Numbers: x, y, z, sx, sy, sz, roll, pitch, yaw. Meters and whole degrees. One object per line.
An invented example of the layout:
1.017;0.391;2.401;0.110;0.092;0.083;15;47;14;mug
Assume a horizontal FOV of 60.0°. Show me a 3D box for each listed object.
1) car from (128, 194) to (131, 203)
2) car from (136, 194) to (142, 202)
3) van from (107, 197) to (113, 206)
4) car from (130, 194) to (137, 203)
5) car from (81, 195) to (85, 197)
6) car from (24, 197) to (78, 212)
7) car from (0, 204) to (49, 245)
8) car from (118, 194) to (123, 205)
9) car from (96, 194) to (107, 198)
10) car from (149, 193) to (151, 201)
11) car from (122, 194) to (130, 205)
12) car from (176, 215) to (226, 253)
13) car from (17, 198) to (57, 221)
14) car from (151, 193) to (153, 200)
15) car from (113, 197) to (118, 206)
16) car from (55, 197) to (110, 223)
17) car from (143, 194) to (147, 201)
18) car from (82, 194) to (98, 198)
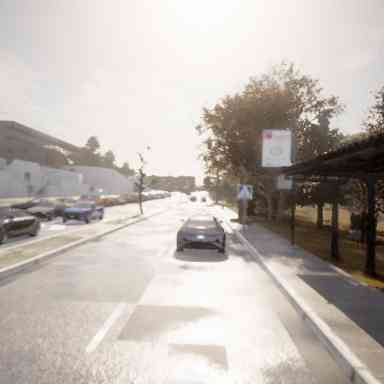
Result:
-14.689;1.681;63.678;4.792;1.488;2.163;1;-1;-18;car
-14.414;1.422;72.602;5.566;2.045;2.435;1;0;-18;car
-15.034;1.336;51.784;4.442;1.987;1.878;1;-1;-18;van
-14.497;1.709;69.632;4.674;1.452;2.002;1;0;-18;car
-15.604;1.428;39.796;4.792;1.488;2.163;1;-1;-18;car
-15.509;1.357;36.887;5.366;1.575;1.946;1;-1;-18;car
-8.488;1.422;14.695;1.994;1.385;4.181;2;0;4;car
-14.960;1.645;57.687;4.792;1.488;2.163;1;0;-18;car
-15.224;1.398;48.761;4.553;1.767;2.185;1;-1;-18;car
-13.818;1.543;87.530;4.553;1.767;2.185;1;0;-18;car
-14.650;1.635;60.747;5.366;1.575;1.946;1;-1;-18;car
0.408;1.675;14.427;1.994;1.385;4.181;2;0;2;car
-11.045;1.427;26.096;2.033;1.411;5.357;2;-1;3;car
-13.737;1.707;90.502;4.674;1.452;2.002;1;0;-18;car
-15.036;1.628;54.716;4.674;1.452;2.002;1;0;-18;car
-8.085;1.434;25.177;1.882;1.535;5.008;2;-1;2;car
-14.145;1.421;78.593;5.566;2.045;2.435;1;0;-18;car
-15.294;1.443;42.849;5.366;1.575;1.946;1;-1;-18;car
